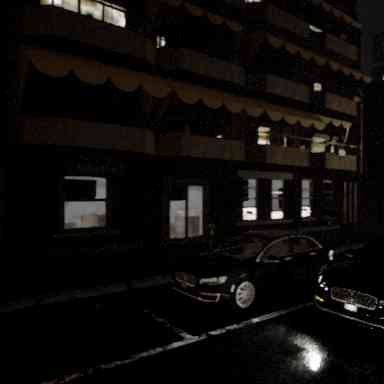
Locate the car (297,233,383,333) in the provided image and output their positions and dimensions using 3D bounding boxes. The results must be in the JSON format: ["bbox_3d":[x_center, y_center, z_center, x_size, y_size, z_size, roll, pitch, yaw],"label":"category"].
[{"bbox_3d":[4.422,1.557,6.528,4.892,1.490,1.837,1,-1,-35],"label":"car"}]

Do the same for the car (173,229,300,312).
[{"bbox_3d":[1.628,1.590,7.722,4.403,1.369,2.008,0,0,-36],"label":"car"}]
